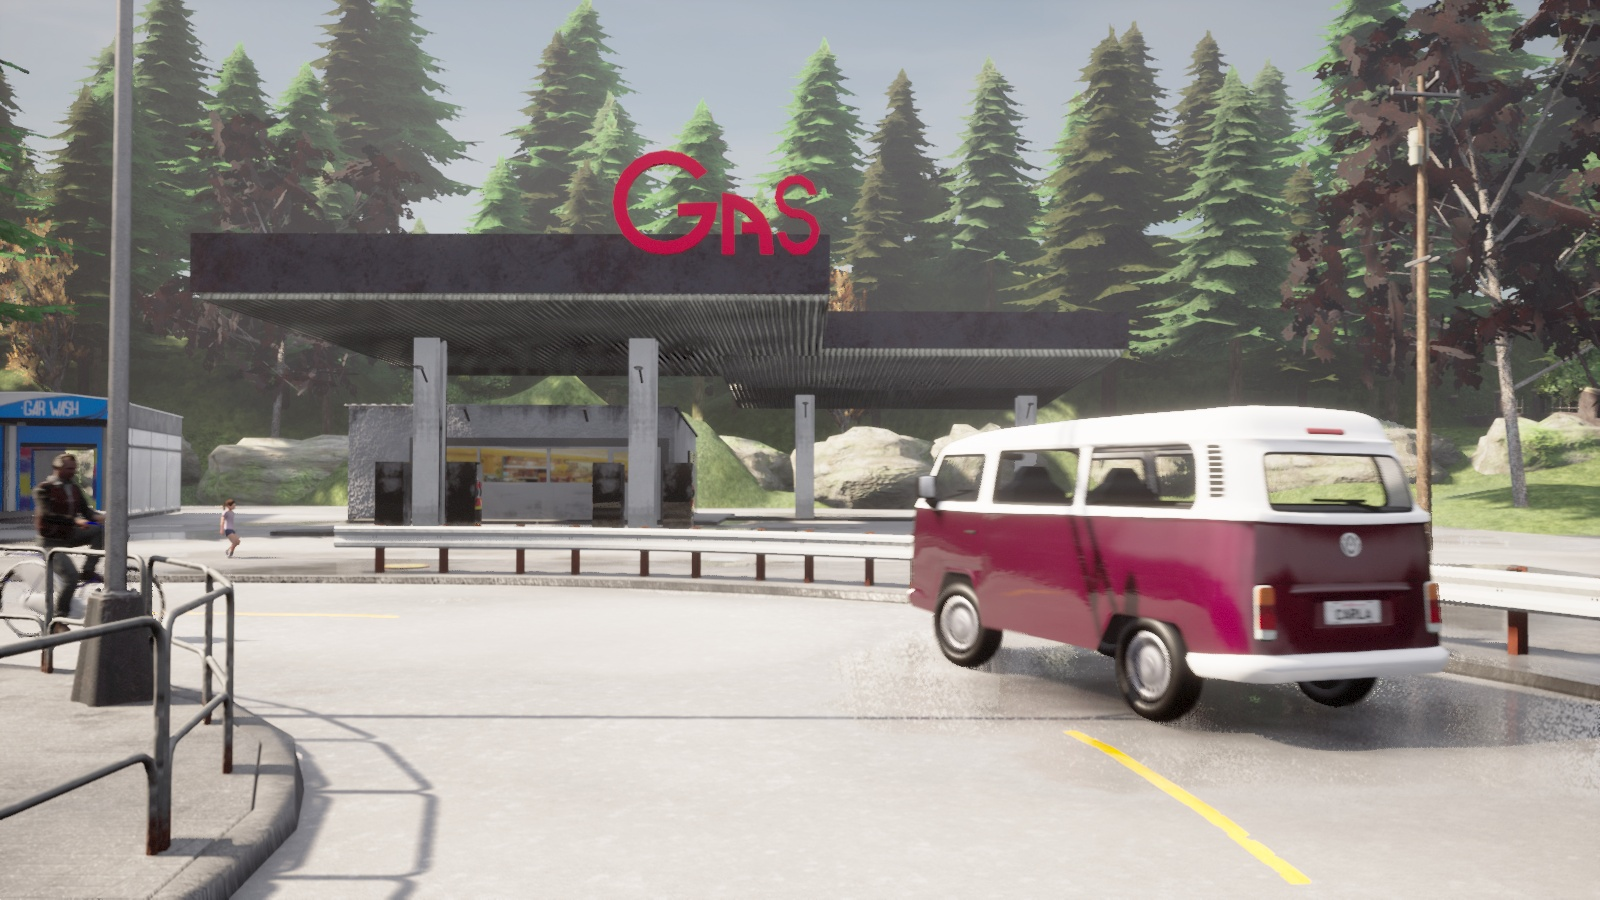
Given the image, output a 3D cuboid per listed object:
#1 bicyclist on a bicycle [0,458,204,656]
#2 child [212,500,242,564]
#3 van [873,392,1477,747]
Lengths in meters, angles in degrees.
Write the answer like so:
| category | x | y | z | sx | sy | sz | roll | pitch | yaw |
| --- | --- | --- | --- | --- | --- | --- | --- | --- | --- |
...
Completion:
| category | x | y | z | sx | sy | sz | roll | pitch | yaw |
| --- | --- | --- | --- | --- | --- | --- | --- | --- | --- |
| bicyclist on a bicycle | -6.661 | 0.975 | 11.832 | 1.843 | 1.776 | 0.659 | -1 | 0 | 12 |
| child | -10.017 | 1.425 | 21.961 | 0.394 | 1.110 | 0.255 | 0 | -1 | -1 |
| van | 2.489 | 0.747 | 9.678 | 2.069 | 2.038 | 4.480 | 1 | -2 | -23 |
